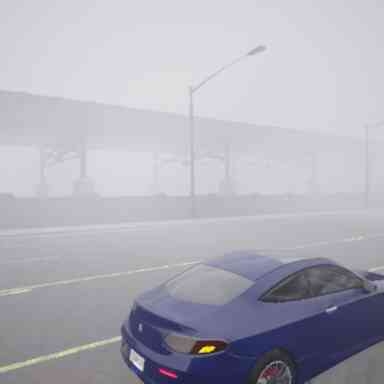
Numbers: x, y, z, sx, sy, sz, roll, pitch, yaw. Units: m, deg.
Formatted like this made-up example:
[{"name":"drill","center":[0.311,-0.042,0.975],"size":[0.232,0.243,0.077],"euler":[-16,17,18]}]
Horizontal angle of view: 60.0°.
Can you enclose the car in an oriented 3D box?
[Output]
[{"name":"car","center":[1.319,1.525,4.687],"size":[4.674,1.442,1.812],"euler":[0,0,-35]}]
